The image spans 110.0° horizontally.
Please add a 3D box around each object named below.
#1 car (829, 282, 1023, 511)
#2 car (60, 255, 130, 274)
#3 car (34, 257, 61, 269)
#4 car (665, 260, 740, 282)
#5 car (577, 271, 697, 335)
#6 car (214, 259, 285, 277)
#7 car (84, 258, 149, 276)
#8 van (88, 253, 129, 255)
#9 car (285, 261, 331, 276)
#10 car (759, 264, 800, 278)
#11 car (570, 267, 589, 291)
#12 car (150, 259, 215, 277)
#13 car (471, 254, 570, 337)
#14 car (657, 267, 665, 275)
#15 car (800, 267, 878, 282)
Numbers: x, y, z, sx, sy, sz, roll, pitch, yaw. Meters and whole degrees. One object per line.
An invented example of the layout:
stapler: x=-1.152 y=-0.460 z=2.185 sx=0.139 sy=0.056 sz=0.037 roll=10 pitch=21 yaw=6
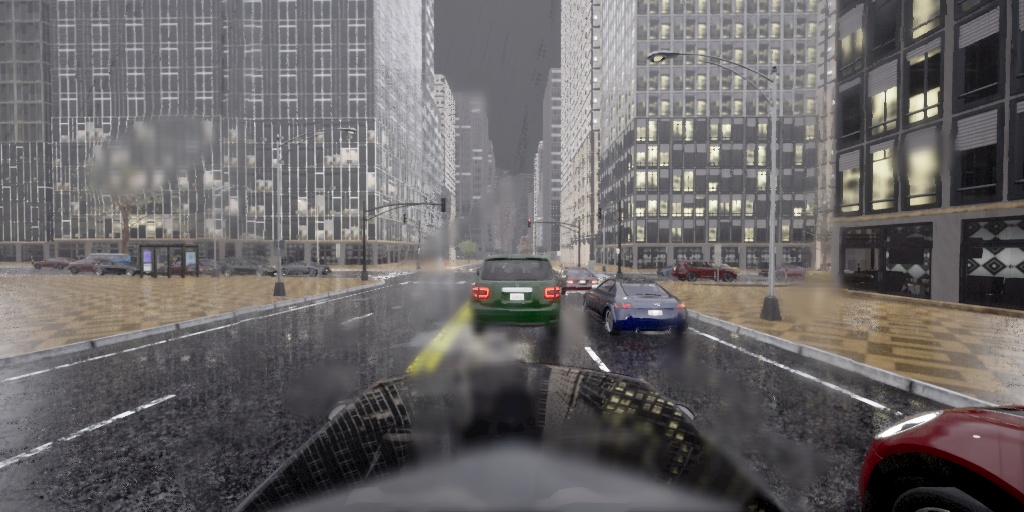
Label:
car: x=3.344 y=1.103 z=0.444 sx=2.097 sy=1.767 sz=4.553 roll=0 pitch=0 yaw=0
car: x=-39.446 y=0.937 z=34.208 sx=4.674 sy=1.442 sz=1.812 roll=1 pitch=1 yaw=2
car: x=-50.899 y=0.793 z=40.258 sx=4.207 sy=1.307 sz=1.802 roll=0 pitch=0 yaw=1
car: x=16.246 y=1.269 z=30.524 sx=5.009 sy=1.841 sz=2.192 roll=0 pitch=0 yaw=1
car: x=3.372 y=1.310 z=10.487 sx=1.994 sy=1.385 sz=4.181 roll=0 pitch=0 yaw=-1
car: x=-22.677 y=1.174 z=31.123 sx=4.313 sy=1.339 sz=1.948 roll=0 pitch=0 yaw=1
car: x=-34.041 y=1.069 z=31.451 sx=4.313 sy=1.339 sz=1.948 roll=0 pitch=0 yaw=1
van: x=-45.217 y=0.605 z=40.132 sx=3.998 sy=1.789 sz=1.690 roll=0 pitch=0 yaw=1
car: x=-19.405 y=1.157 z=33.758 sx=4.181 sy=1.385 sz=1.994 roll=1 pitch=1 yaw=1
car: x=27.356 y=1.522 z=36.097 sx=4.181 sy=1.385 sz=1.994 roll=1 pitch=1 yaw=1
car: x=3.385 y=1.288 z=19.730 sx=2.033 sy=1.411 sz=5.357 roll=0 pitch=0 yaw=0
car: x=-28.361 y=1.138 z=31.267 sx=4.207 sy=1.307 sz=1.802 roll=0 pitch=0 yaw=1
car: x=0.115 y=0.967 z=10.394 sx=2.150 sy=2.045 sz=5.566 roll=0 pitch=0 yaw=0
car: x=16.939 y=1.430 z=36.287 sx=4.181 sy=1.385 sz=1.994 roll=1 pitch=1 yaw=1
car: x=27.694 y=1.578 z=30.306 sx=4.829 sy=1.417 sz=1.751 roll=0 pitch=0 yaw=1
